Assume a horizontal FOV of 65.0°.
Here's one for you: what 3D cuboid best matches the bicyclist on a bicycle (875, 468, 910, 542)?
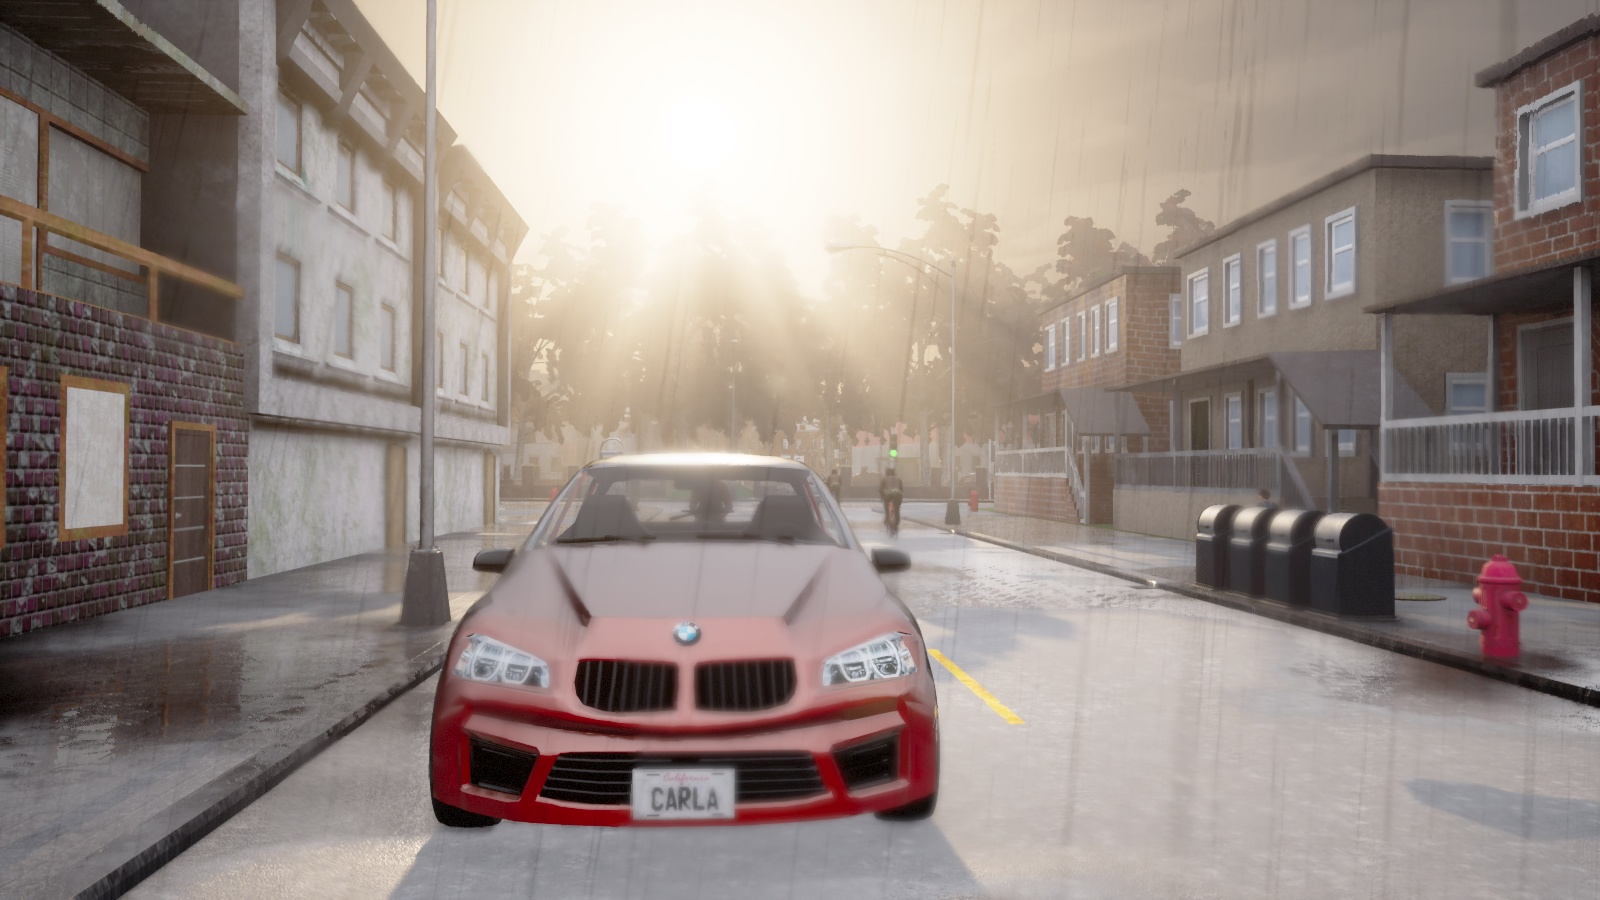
[{"bbox_3d":[2.089,1.237,28.527,0.582,1.620,1.656,0,-1,-4],"label":"bicyclist on a bicycle"}]

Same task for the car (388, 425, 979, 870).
[{"bbox_3d":[-0.578,0.780,7.099,2.242,1.667,4.611,0,-1,-4],"label":"car"}]

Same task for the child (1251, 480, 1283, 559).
[{"bbox_3d":[7.543,1.114,20.282,0.270,1.263,0.437,0,-1,-15],"label":"child"}]
